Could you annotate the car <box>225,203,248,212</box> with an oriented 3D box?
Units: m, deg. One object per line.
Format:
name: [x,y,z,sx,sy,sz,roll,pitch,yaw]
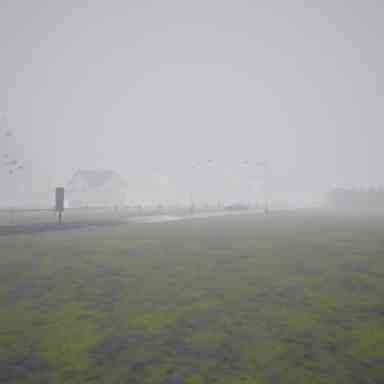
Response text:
car: [7.272,2.521,54.411,1.895,1.301,4.718,0,-1,35]
